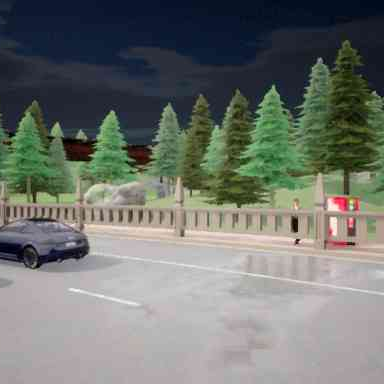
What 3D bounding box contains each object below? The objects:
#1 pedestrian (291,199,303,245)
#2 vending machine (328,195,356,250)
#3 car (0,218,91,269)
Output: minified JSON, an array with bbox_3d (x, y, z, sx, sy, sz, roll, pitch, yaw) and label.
[{"bbox_3d":[4.095,1.141,12.988,0.375,1.860,0.375,0,0,33],"label":"pedestrian"},{"bbox_3d":[6.079,1.195,13.466,0.880,2.100,1.100,0,0,33],"label":"vending machine"},{"bbox_3d":[-5.420,1.562,11.123,4.181,1.385,1.994,0,0,30],"label":"car"}]
